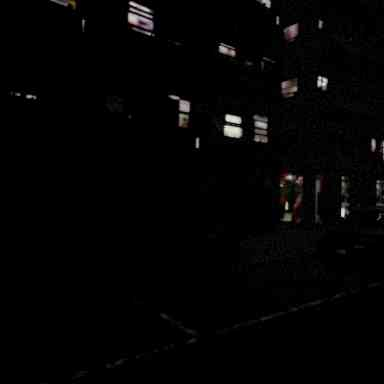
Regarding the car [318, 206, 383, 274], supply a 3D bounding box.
[{"bbox_3d":[6.372,1.430,11.071,5.009,1.841,2.192,1,1,-35],"label":"car"}]
